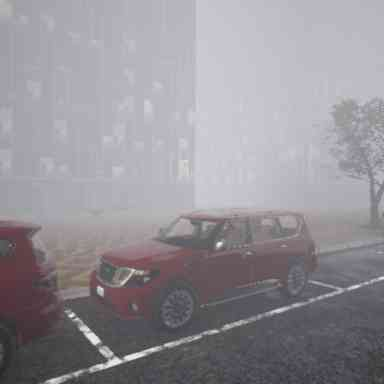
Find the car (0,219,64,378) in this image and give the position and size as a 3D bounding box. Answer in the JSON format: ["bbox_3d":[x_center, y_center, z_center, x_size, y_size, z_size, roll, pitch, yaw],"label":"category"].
[{"bbox_3d":[-4.057,1.315,3.660,5.009,1.841,2.192,0,1,-35],"label":"car"}]

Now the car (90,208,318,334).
[{"bbox_3d":[0.545,1.305,6.933,5.009,1.841,2.192,0,1,-35],"label":"car"}]
